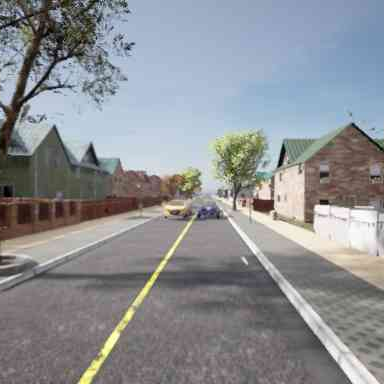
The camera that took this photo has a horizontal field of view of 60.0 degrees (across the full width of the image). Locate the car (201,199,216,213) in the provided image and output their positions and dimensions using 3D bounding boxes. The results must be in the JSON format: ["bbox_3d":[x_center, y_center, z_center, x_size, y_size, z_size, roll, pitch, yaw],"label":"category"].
[{"bbox_3d":[2.168,1.787,43.679,1.882,1.535,5.008,1,0,3],"label":"car"}]

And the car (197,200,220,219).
[{"bbox_3d":[1.643,1.586,32.639,2.097,1.767,4.553,1,0,3],"label":"car"}]

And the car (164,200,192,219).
[{"bbox_3d":[-1.302,1.457,29.890,1.882,1.535,5.008,1,0,3],"label":"car"}]
